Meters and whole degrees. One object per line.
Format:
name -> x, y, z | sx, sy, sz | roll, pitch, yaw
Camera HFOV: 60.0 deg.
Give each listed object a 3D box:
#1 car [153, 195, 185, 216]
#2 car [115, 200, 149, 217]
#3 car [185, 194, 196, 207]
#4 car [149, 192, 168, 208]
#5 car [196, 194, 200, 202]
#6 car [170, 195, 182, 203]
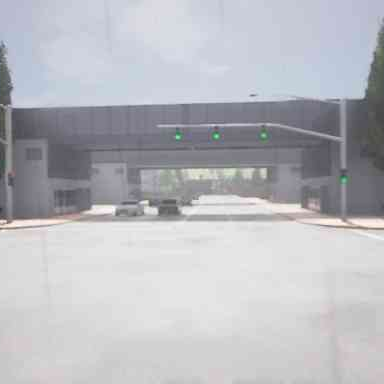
car -> -2.021, 1.370, 31.237 | 1.837, 1.490, 4.892 | -1, 2, 4
car -> -5.597, 1.433, 30.372 | 1.812, 1.442, 4.674 | -1, 0, 4
car -> -0.843, 1.289, 47.036 | 1.837, 1.490, 4.892 | -1, 0, 4
car -> -4.468, 1.047, 45.606 | 2.150, 2.045, 5.566 | -1, 0, 4
car -> 0.441, 1.165, 63.495 | 1.994, 1.385, 4.181 | -1, 0, 4
car -> -3.049, 1.296, 63.751 | 1.812, 1.442, 4.674 | -1, 0, 4
